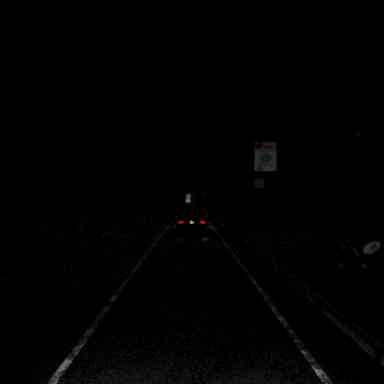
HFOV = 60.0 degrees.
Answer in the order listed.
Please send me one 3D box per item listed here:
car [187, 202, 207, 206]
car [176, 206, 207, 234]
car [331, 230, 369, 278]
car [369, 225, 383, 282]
[{"bbox_3d":[0.200,2.122,36.979,2.128,1.511,4.902,0,-1,4],"label":"car"},{"bbox_3d":[-0.030,1.785,20.831,2.033,1.411,5.357,0,-1,0],"label":"car"},{"bbox_3d":[6.165,1.334,8.811,4.553,1.767,2.185,0,0,-1],"label":"car"},{"bbox_3d":[6.185,1.456,5.775,5.008,1.535,2.097,0,0,-1],"label":"car"}]
